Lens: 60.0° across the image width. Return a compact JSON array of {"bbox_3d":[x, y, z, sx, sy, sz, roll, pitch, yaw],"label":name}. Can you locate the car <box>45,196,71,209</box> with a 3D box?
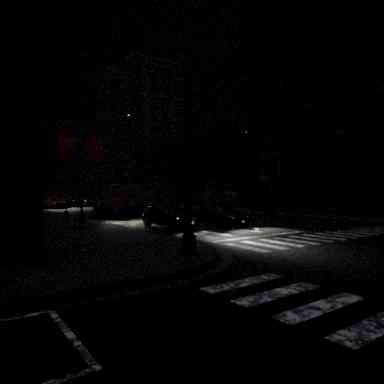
[{"bbox_3d":[-17.930,1.411,43.761,1.882,1.535,5.008,0,0,-35],"label":"car"}]

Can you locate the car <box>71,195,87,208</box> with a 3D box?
[{"bbox_3d":[-16.539,1.277,47.427,2.097,1.767,4.553,0,0,-35],"label":"car"}]

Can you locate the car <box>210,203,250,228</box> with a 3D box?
[{"bbox_3d":[1.696,1.499,22.013,1.812,1.442,4.674,0,0,-37],"label":"car"}]

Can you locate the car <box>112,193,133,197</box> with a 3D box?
[{"bbox_3d":[-9.093,1.154,42.874,2.150,2.045,5.566,0,0,-36],"label":"car"}]

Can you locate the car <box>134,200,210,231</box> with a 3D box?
[{"bbox_3d":[-1.401,1.468,20.723,2.128,1.511,4.902,0,0,-36],"label":"car"}]

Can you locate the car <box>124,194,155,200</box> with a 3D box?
[{"bbox_3d":[-3.995,1.311,29.891,2.097,1.767,4.553,0,0,-36],"label":"car"}]

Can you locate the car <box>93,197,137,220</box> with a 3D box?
[{"bbox_3d":[-6.861,1.440,28.310,1.882,1.535,5.008,0,0,-36],"label":"car"}]
